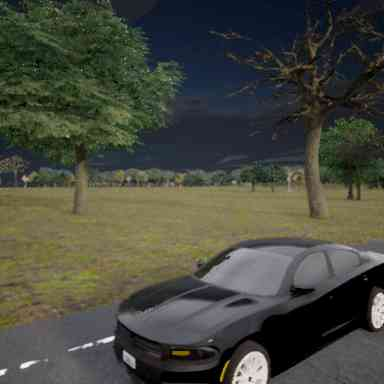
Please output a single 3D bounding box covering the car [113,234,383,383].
[{"bbox_3d":[1.268,1.483,5.105,5.008,1.535,1.882,-1,0,-39],"label":"car"}]
